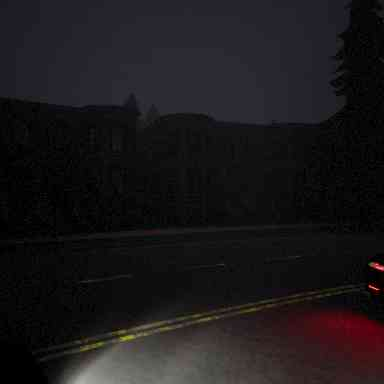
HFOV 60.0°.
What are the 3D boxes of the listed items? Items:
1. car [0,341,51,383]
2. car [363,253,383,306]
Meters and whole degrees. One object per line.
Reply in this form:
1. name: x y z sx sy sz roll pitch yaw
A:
1. car: -3.293 1.547 1.235 5.357 1.411 2.033 0 0 -38
2. car: 5.464 1.492 6.218 4.902 1.511 2.128 0 0 -24
